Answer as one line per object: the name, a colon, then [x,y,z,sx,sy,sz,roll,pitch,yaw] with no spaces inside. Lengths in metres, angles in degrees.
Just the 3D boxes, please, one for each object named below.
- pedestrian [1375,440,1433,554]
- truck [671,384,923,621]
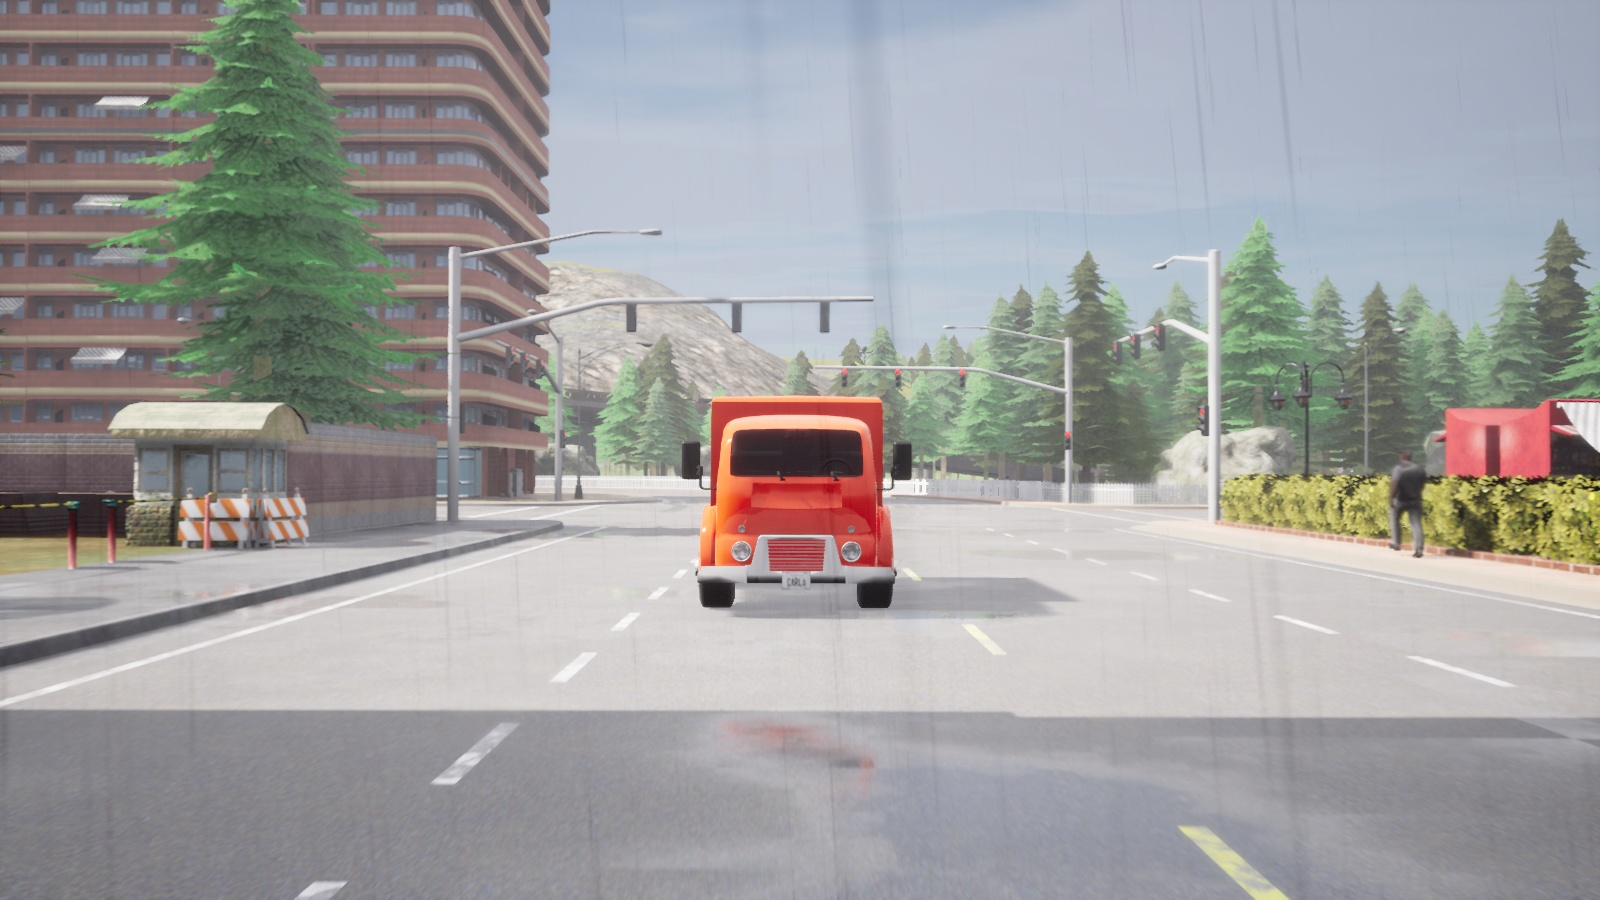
pedestrian: [10.174,0.782,21.168,0.563,1.883,0.849,0,-1,2]
truck: [-0.041,0.592,15.777,2.627,2.467,5.204,0,-1,0]
